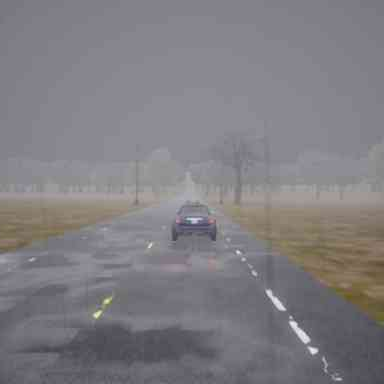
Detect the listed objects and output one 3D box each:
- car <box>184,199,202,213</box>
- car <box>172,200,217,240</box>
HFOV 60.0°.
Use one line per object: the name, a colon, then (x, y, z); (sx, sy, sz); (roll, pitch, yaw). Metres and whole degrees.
car: (0.113, 1.605, 38.711); (1.994, 1.385, 4.181); (0, 0, 0)
car: (0.106, 1.376, 17.259); (2.097, 1.767, 4.553); (0, 0, 0)
